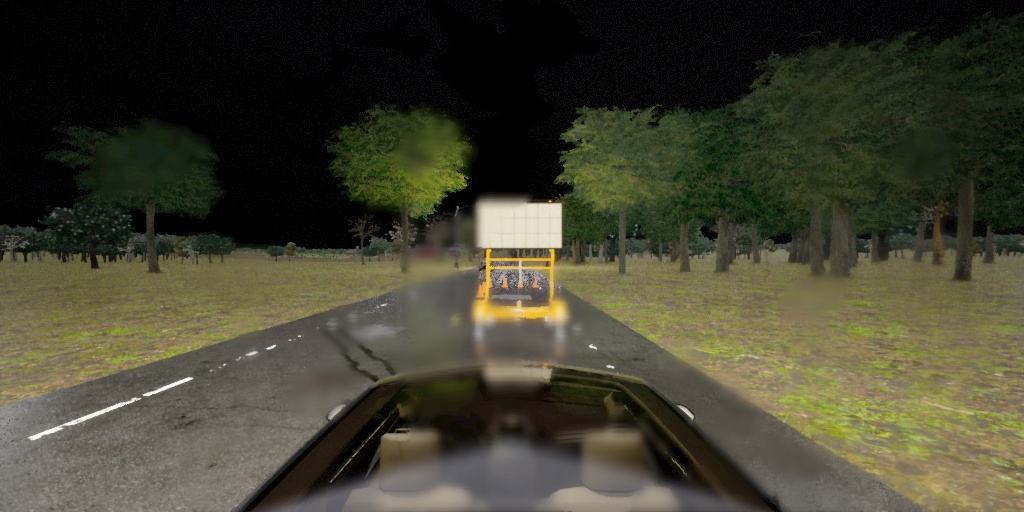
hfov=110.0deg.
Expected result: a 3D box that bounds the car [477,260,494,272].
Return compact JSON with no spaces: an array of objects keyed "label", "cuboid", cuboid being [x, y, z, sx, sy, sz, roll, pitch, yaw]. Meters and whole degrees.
[{"label":"car","cuboid":[-3.406,1.271,47.592,1.837,1.490,4.892,0,0,0]}]

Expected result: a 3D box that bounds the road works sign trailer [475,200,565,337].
[{"label":"road works sign trailer","cuboid":[0.240,0.210,10.246,2.380,3.560,2.880,0,0,2]}]
